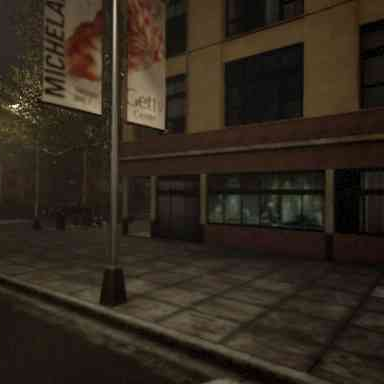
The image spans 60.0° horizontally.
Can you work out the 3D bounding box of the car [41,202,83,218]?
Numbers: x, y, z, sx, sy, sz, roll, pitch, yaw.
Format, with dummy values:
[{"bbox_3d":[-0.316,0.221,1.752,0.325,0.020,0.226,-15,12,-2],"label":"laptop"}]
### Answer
[{"bbox_3d":[-11.542,1.670,31.073,2.128,1.511,4.902,0,-1,37],"label":"car"}]
